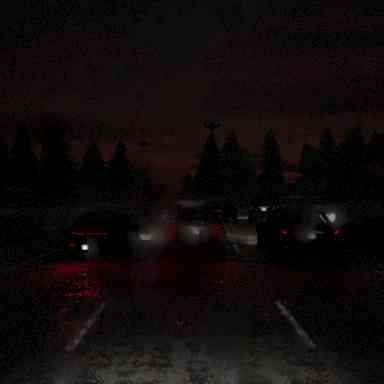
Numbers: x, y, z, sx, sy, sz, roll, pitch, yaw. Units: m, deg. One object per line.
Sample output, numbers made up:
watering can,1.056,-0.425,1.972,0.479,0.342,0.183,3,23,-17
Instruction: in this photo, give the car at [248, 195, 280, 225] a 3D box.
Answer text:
car,5.409,1.208,23.998,2.150,2.045,5.566,0,0,17

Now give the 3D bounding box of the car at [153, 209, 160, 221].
car,-1.253,1.584,26.025,1.895,1.301,4.718,0,0,18

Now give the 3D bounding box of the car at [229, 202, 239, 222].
car,2.381,1.490,25.869,1.837,1.490,4.892,0,0,18

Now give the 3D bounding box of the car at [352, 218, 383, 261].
car,7.147,1.593,12.208,1.895,1.301,4.718,0,0,2

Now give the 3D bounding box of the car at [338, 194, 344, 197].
car,37.453,1.263,77.706,4.718,1.301,1.895,-1,0,-7

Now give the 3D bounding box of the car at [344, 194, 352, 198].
car,37.452,1.154,74.188,5.008,1.535,1.882,-1,0,-7

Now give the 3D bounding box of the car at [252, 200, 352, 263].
car,3.651,1.344,12.049,2.097,1.767,4.553,0,0,2

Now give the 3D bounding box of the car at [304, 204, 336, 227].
car,9.040,1.586,23.799,1.895,1.301,4.718,0,0,18

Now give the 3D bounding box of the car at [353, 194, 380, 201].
car,37.425,1.210,70.658,4.674,1.442,1.812,-1,0,-7

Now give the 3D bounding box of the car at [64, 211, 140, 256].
car,-3.304,1.498,13.034,1.837,1.490,4.892,0,0,3

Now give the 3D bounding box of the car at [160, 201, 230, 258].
car,0.193,1.343,12.921,2.097,1.767,4.553,0,0,3
